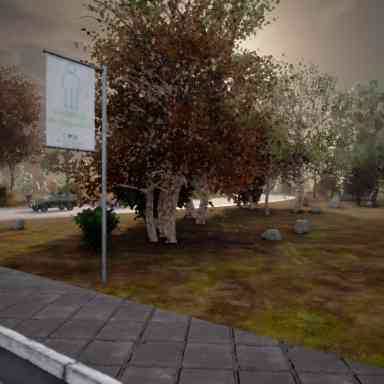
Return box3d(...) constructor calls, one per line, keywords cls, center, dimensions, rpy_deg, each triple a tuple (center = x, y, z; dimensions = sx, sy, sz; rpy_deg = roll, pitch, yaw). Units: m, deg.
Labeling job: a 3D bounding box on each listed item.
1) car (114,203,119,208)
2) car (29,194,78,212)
box3d(cls="car", center=(-10.141, 1.462, 48.167), dimensions=(1.837, 1.490, 4.892), rpy_deg=(0, 0, 37))
box3d(cls="car", center=(-16.531, 1.212, 39.939), dimensions=(2.150, 2.045, 5.566), rpy_deg=(0, 0, 38))
